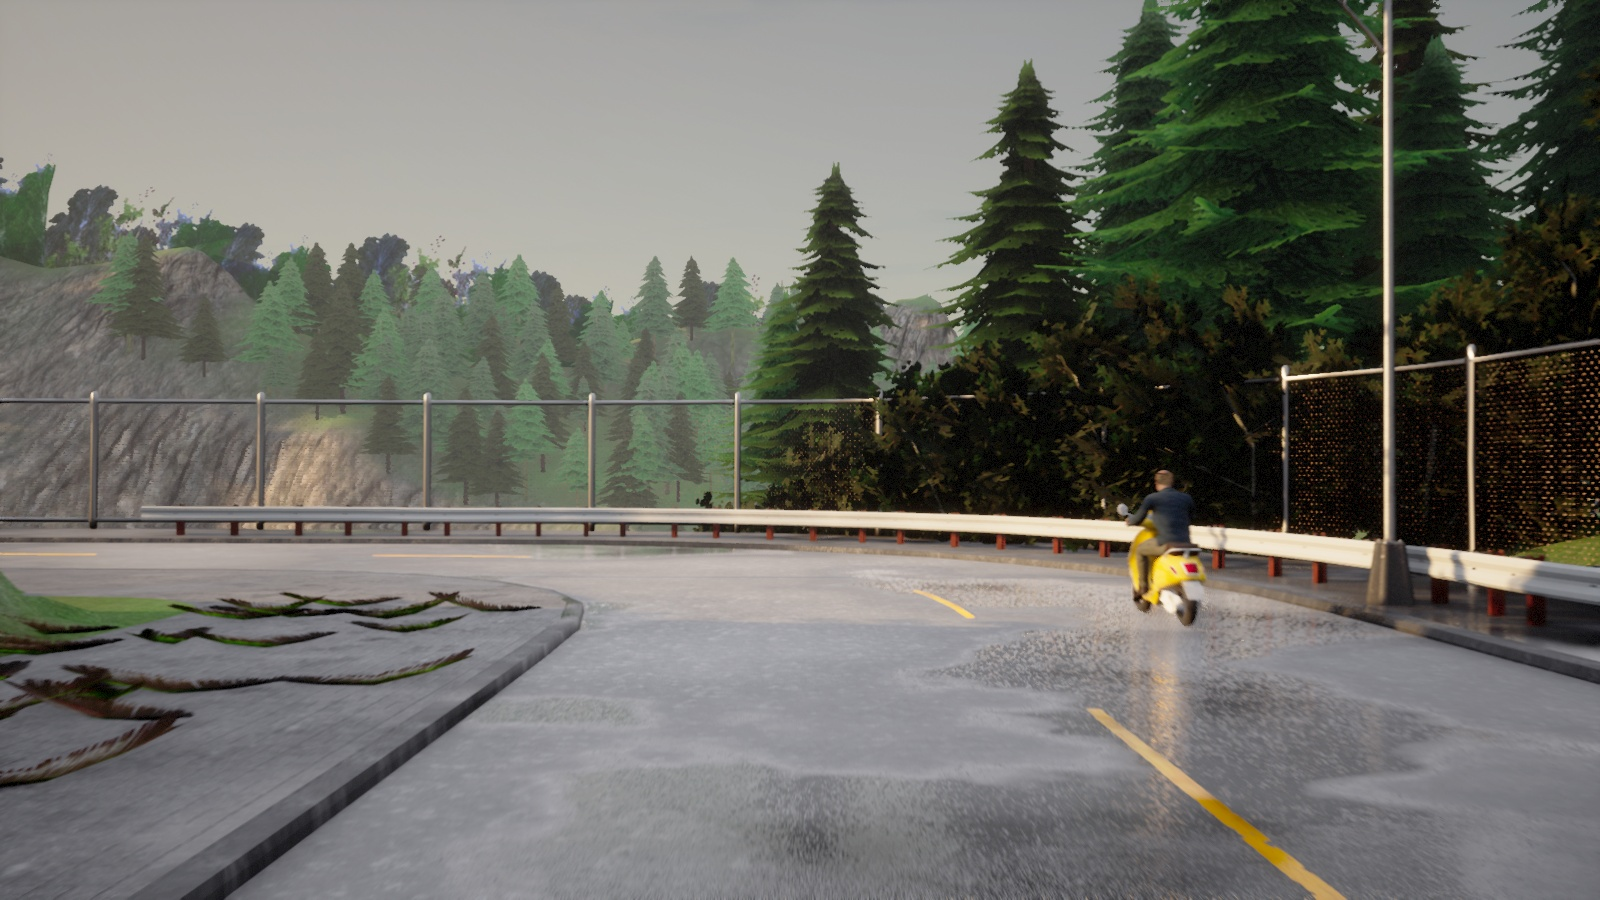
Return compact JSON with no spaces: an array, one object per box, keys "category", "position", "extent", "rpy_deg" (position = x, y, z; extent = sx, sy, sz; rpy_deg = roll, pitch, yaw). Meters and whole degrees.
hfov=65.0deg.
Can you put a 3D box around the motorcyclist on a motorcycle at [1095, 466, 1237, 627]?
[{"category":"motorcyclist on a motorcycle","position":[3.875,0.979,13.471],"extent":[0.866,1.590,1.817],"rpy_deg":[-1,-1,-4]}]
